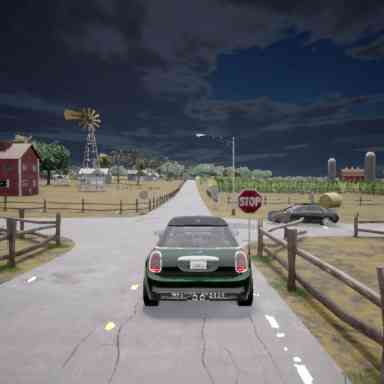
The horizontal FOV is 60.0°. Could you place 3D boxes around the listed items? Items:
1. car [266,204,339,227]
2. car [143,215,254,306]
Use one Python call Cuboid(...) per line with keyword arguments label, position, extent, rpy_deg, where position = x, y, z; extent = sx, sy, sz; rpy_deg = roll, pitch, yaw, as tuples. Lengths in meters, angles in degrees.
Cuboid(label="car", position=(7.760, 1.596, 23.494), extent=(4.892, 1.490, 1.837), rpy_deg=(1, 2, 0))
Cuboid(label="car", position=(0.121, 1.346, 8.160), extent=(2.097, 1.767, 4.553), rpy_deg=(0, 0, 0))
